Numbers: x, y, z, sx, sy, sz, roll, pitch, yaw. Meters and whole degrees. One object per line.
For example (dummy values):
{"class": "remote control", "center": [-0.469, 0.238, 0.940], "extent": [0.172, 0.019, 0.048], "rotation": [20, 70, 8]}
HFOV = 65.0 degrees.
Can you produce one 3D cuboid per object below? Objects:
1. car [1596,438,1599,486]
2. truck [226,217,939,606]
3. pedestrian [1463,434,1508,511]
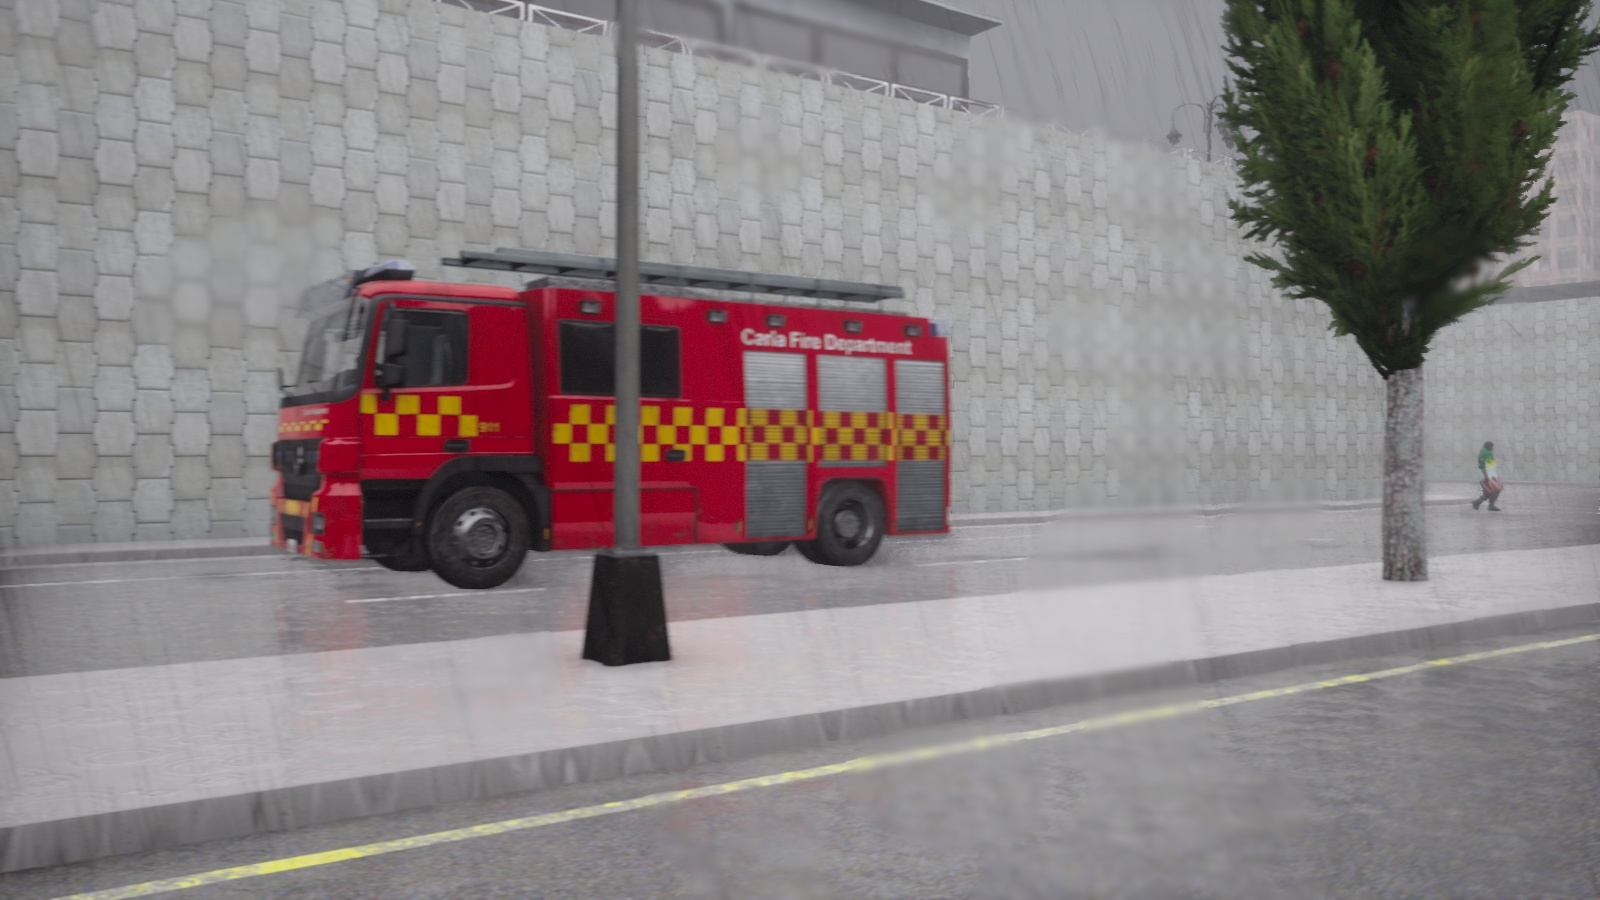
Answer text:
{"class": "car", "center": [36.372, 0.512, 51.794], "extent": [2.150, 2.045, 5.566], "rotation": [0, 0, -34]}
{"class": "truck", "center": [-2.425, -0.377, 15.937], "extent": [8.468, 3.827, 2.891], "rotation": [0, 0, -34]}
{"class": "pedestrian", "center": [17.653, 0.569, 32.327], "extent": [0.873, 1.952, 0.659], "rotation": [0, 0, 43]}
